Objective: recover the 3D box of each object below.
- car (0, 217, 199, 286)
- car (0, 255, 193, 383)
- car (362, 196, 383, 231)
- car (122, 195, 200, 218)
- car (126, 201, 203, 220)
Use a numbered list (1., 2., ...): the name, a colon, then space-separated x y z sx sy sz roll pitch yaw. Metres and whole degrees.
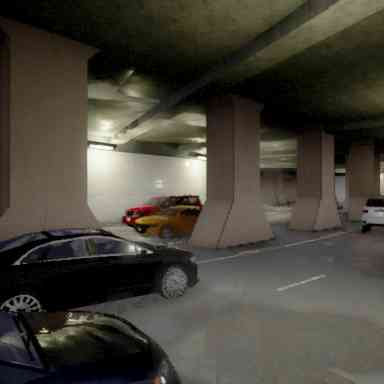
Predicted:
1. car: -2.082 1.490 6.696 4.902 1.511 2.128 0 0 -37
2. car: -2.107 1.564 2.370 4.181 1.385 1.994 0 0 -35
3. car: 11.809 1.225 19.746 2.150 2.045 5.566 0 0 41
4. car: -1.650 1.222 21.004 5.566 2.045 2.150 0 0 -44
5. car: -0.619 1.477 17.269 5.008 1.535 1.882 0 0 -43
